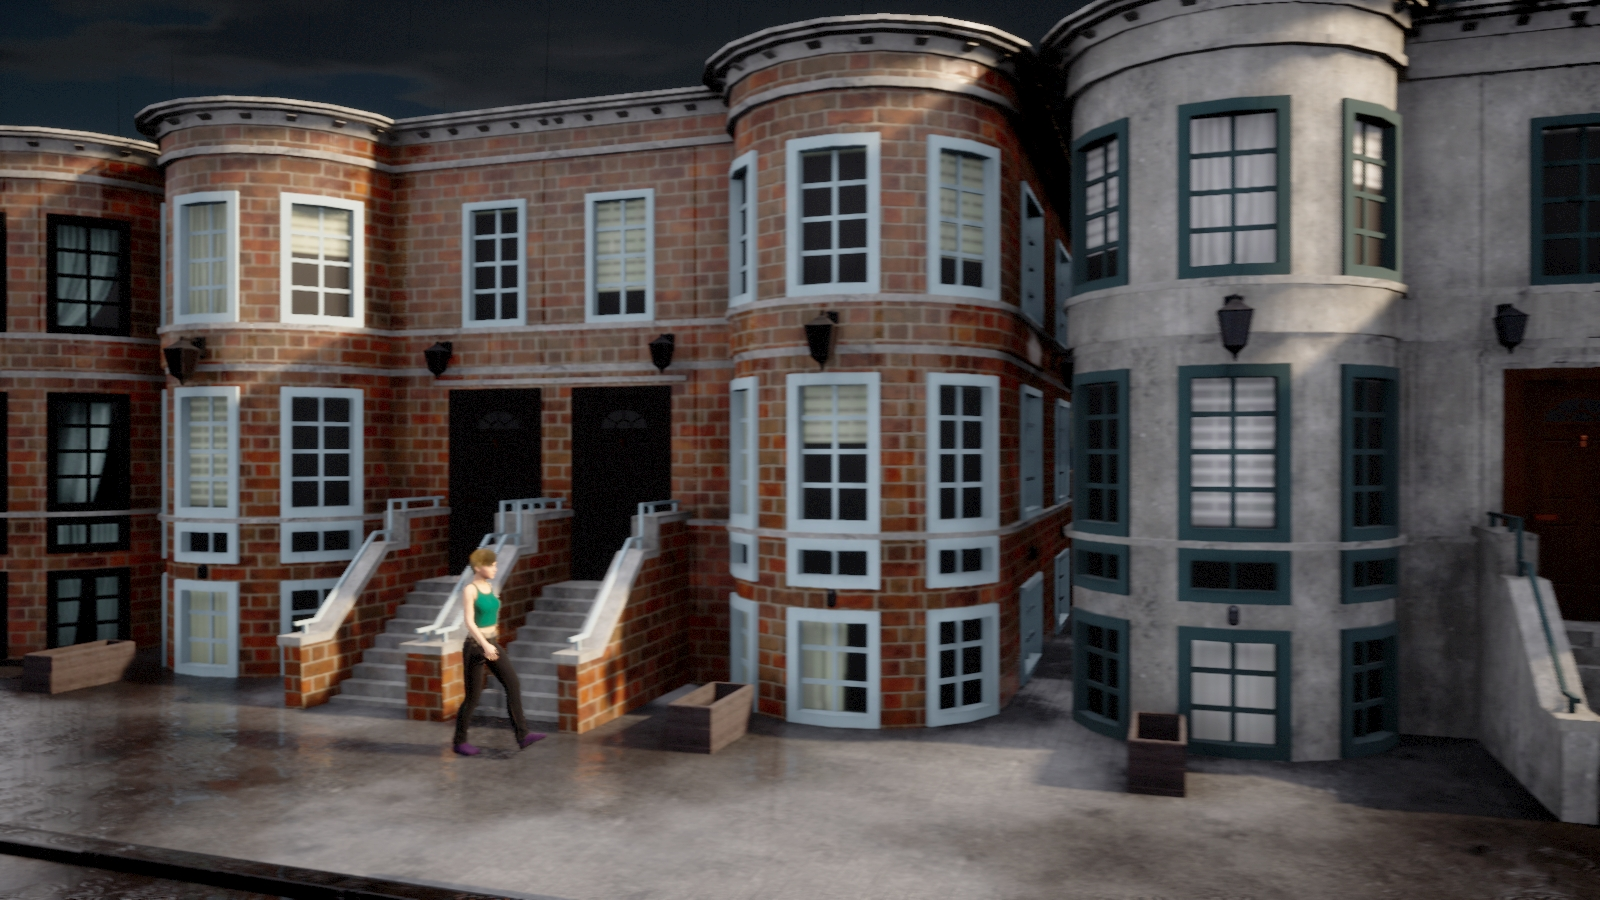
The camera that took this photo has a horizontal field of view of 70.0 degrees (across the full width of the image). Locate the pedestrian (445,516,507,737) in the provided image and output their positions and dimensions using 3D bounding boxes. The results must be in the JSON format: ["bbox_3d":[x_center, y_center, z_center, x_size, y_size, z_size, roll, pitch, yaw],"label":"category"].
[{"bbox_3d":[-2.840,1.524,10.015,0.375,1.860,0.375,0,0,19],"label":"pedestrian"}]
